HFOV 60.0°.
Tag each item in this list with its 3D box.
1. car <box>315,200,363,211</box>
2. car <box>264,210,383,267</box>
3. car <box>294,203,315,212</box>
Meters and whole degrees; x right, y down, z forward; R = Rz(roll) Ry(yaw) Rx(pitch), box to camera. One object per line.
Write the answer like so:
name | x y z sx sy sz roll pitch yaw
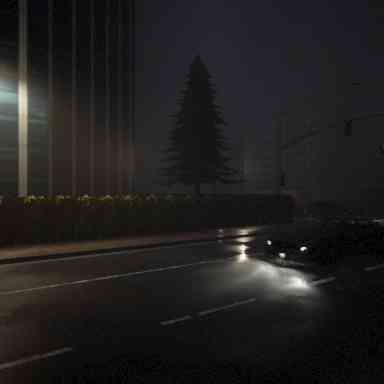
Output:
car | 12.851 1.478 30.124 1.882 1.535 5.008 0 0 -35
car | 5.051 1.547 11.561 5.357 1.411 2.033 0 0 -31
car | 8.298 1.490 30.514 2.128 1.511 4.902 0 0 -35
